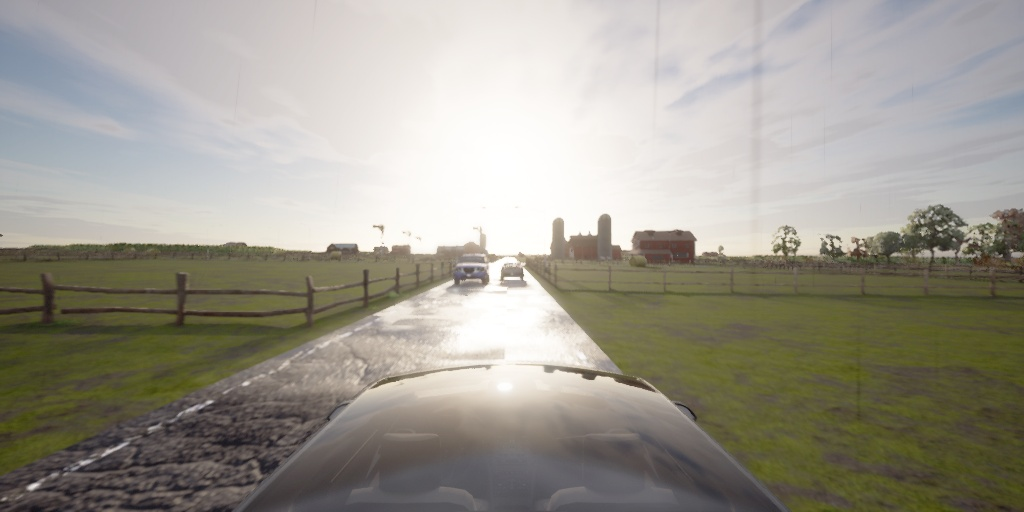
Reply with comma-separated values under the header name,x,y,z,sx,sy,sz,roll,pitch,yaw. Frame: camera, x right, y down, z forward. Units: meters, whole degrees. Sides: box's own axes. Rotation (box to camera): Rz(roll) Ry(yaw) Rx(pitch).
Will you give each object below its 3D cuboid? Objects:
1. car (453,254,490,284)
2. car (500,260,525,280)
name,x,y,z,sx,sy,sz,roll,pitch,yaw
car,-2.753,0.876,25.694,2.150,2.045,5.566,0,0,0
car,0.016,1.139,29.044,2.128,1.511,4.902,0,0,0
